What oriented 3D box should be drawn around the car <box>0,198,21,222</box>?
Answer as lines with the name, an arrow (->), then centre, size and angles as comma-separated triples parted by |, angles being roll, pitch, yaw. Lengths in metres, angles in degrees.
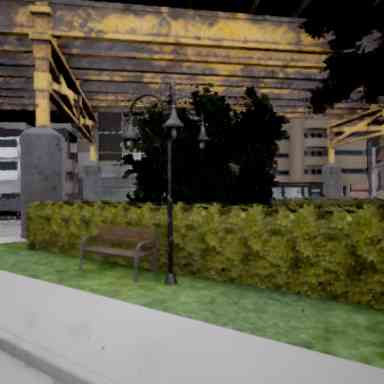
car -> -14.591, 1.524, 26.538 | 5.566, 2.045, 2.150 | 0, 0, -9
